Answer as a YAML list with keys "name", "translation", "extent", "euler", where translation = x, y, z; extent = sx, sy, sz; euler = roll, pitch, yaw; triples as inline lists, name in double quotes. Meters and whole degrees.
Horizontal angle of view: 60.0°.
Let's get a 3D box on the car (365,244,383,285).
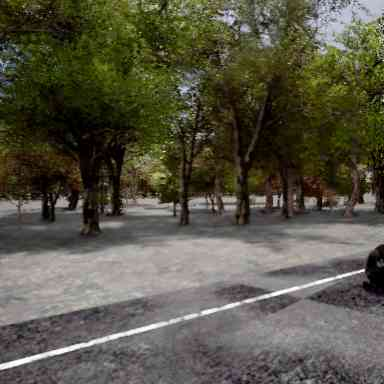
- name: "car"
  translation: [6.168, 1.564, 8.267]
  extent: [4.181, 1.385, 1.994]
  euler: [0, 0, -35]
